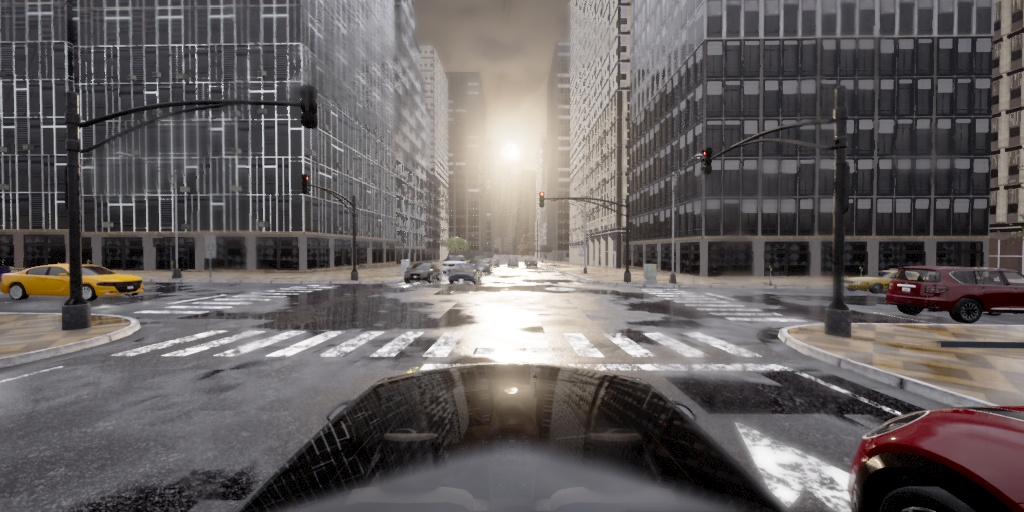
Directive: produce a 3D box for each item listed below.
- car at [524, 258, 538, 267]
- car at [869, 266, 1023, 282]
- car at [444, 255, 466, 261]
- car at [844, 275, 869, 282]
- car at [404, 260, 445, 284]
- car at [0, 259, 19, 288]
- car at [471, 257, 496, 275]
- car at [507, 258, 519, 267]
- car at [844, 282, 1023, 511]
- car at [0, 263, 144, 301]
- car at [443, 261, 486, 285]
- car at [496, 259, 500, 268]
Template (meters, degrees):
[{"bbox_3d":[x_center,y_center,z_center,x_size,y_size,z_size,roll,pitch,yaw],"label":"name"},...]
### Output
[{"bbox_3d":[3.453,1.304,63.411,1.895,1.301,4.718,0,0,0],"label":"car"},{"bbox_3d":[16.225,1.282,12.555,5.009,1.841,2.192,0,0,1],"label":"car"},{"bbox_3d":[-6.473,0.947,40.929,2.150,2.045,5.566,0,0,0],"label":"car"},{"bbox_3d":[21.863,1.409,20.821,4.829,1.417,1.751,0,0,1],"label":"car"},{"bbox_3d":[-6.526,1.222,26.587,1.837,1.490,4.892,0,-1,0],"label":"car"},{"bbox_3d":[-30.291,0.934,19.300,5.008,1.535,1.882,1,1,1],"label":"car"},{"bbox_3d":[-3.227,1.220,39.540,2.128,1.511,4.902,0,0,0],"label":"car"},{"bbox_3d":[0.203,1.267,63.393,1.994,1.385,4.181,0,0,0],"label":"car"},{"bbox_3d":[3.254,1.103,0.441,2.097,1.767,4.553,0,0,0],"label":"car"},{"bbox_3d":[-19.229,1.086,15.833,5.008,1.535,1.882,1,1,3],"label":"car"},{"bbox_3d":[-3.271,1.251,25.766,2.033,1.411,5.357,0,-1,0],"label":"car"},{"bbox_3d":[-3.113,1.198,61.460,2.128,1.511,4.902,0,0,1],"label":"car"}]
